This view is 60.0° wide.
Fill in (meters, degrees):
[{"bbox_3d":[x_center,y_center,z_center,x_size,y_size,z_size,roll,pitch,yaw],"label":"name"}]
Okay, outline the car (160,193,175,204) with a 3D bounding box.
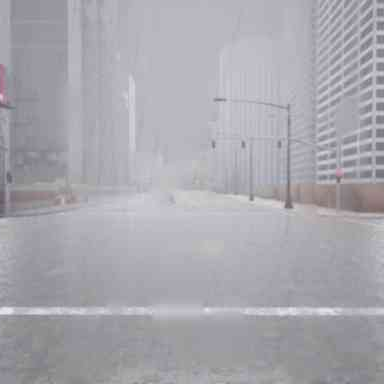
[{"bbox_3d":[-3.405,0.938,47.026,1.837,1.490,4.892,0,1,0],"label":"car"}]
